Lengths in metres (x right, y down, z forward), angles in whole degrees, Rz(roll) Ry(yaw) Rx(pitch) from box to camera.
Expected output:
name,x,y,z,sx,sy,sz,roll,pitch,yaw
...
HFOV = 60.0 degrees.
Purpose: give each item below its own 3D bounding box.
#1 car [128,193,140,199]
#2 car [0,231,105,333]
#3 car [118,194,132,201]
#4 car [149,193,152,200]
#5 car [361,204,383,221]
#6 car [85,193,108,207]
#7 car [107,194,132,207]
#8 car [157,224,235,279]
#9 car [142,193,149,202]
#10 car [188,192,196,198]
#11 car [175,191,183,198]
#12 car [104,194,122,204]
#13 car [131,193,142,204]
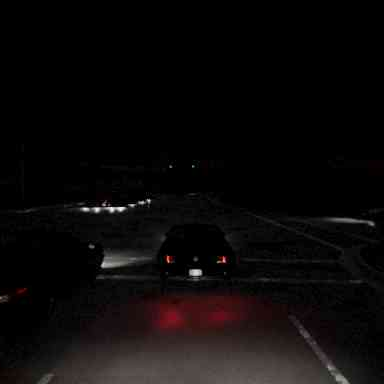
name,x,y,z,sx,sy,sz,roll,pitch,yaw
car,-13.989,0.962,80.089,2.033,1.411,5.357,0,1,0
car,-3.405,1.552,7.130,2.033,1.411,5.357,0,0,0
car,-13.991,1.149,69.716,1.812,1.442,4.674,0,1,0
car,-10.489,0.997,77.632,1.812,1.442,4.674,0,1,0
car,16.160,1.543,26.843,4.674,1.442,1.812,0,0,-2
car,-14.084,1.118,49.635,2.150,2.045,5.566,0,1,0
car,-10.578,1.466,48.910,1.994,1.385,4.181,0,1,0
car,0.097,1.607,10.049,1.895,1.301,4.718,0,0,0
car,-10.491,1.219,67.705,1.994,1.385,4.181,0,1,0
car,0.012,0.748,90.185,2.128,1.511,4.902,0,1,0
car,-3.488,0.575,90.345,2.097,1.767,4.553,0,1,0
car,-14.024,1.261,59.445,1.882,1.535,5.008,0,1,1
car,-10.538,1.349,58.055,2.033,1.411,5.357,0,1,0
